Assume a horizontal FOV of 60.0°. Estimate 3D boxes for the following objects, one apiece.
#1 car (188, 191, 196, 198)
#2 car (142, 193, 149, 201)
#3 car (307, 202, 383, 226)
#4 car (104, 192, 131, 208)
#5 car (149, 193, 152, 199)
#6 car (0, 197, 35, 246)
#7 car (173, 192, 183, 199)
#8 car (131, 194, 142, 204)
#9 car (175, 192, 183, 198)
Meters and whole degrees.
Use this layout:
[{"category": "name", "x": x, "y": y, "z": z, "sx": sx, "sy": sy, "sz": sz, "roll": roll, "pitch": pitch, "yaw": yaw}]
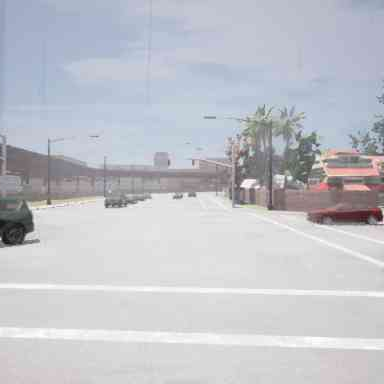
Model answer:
[{"category": "car", "x": 0.084, "y": 0.519, "z": 86.839, "sx": 2.097, "sy": 1.767, "sz": 4.553, "roll": 0, "pitch": 1, "yaw": 0}, {"category": "car", "x": -10.436, "y": 1.142, "z": 66.245, "sx": 1.994, "sy": 1.385, "sz": 4.181, "roll": 0, "pitch": 1, "yaw": 0}, {"category": "car", "x": 10.574, "y": 1.489, "z": 23.137, "sx": 5.008, "sy": 1.535, "sz": 1.882, "roll": 0, "pitch": 0, "yaw": -2}, {"category": "car", "x": -10.509, "y": 1.082, "z": 46.405, "sx": 2.150, "sy": 2.045, "sz": 5.566, "roll": 0, "pitch": 1, "yaw": 1}, {"category": "car", "x": -10.426, "y": 0.897, "z": 76.577, "sx": 1.812, "sy": 1.442, "sz": 4.674, "roll": 0, "pitch": 1, "yaw": 0}, {"category": "car", "x": -9.036, "y": 1.222, "z": 13.063, "sx": 2.150, "sy": 2.045, "sz": 5.566, "roll": -1, "pitch": 0, "yaw": 28}, {"category": "car", "x": -3.425, "y": 0.963, "z": 76.883, "sx": 1.895, "sy": 1.301, "sz": 4.718, "roll": 0, "pitch": 1, "yaw": 0}, {"category": "car", "x": -10.445, "y": 1.286, "z": 56.527, "sx": 2.033, "sy": 1.411, "sz": 5.357, "roll": 0, "pitch": 1, "yaw": 0}, {"category": "car", "x": -3.416, "y": 0.709, "z": 87.201, "sx": 1.994, "sy": 1.385, "sz": 4.181, "roll": 0, "pitch": 1, "yaw": 0}]
